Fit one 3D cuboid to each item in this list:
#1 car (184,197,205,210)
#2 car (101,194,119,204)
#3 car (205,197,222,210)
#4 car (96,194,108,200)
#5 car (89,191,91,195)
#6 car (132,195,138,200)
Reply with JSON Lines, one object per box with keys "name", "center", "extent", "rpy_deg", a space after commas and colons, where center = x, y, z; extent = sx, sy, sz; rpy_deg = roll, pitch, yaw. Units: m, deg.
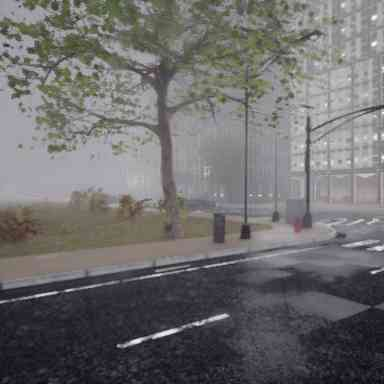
{"name": "car", "center": [-1.197, 1.326, 37.717], "extent": [2.033, 1.411, 5.357], "rpy_deg": [1, 0, -34]}
{"name": "car", "center": [-13.577, 1.253, 56.378], "extent": [1.837, 1.490, 4.892], "rpy_deg": [1, -1, -34]}
{"name": "car", "center": [1.549, 1.301, 39.463], "extent": [2.128, 1.511, 4.902], "rpy_deg": [1, 0, -34]}
{"name": "car", "center": [-24.365, 1.284, 90.036], "extent": [1.812, 1.442, 4.674], "rpy_deg": [1, 0, -34]}
{"name": "car", "center": [-26.834, 1.254, 87.882], "extent": [2.128, 1.511, 4.902], "rpy_deg": [1, 0, -34]}
{"name": "car", "center": [-10.720, 1.251, 57.948], "extent": [1.882, 1.535, 5.008], "rpy_deg": [1, -1, -34]}
